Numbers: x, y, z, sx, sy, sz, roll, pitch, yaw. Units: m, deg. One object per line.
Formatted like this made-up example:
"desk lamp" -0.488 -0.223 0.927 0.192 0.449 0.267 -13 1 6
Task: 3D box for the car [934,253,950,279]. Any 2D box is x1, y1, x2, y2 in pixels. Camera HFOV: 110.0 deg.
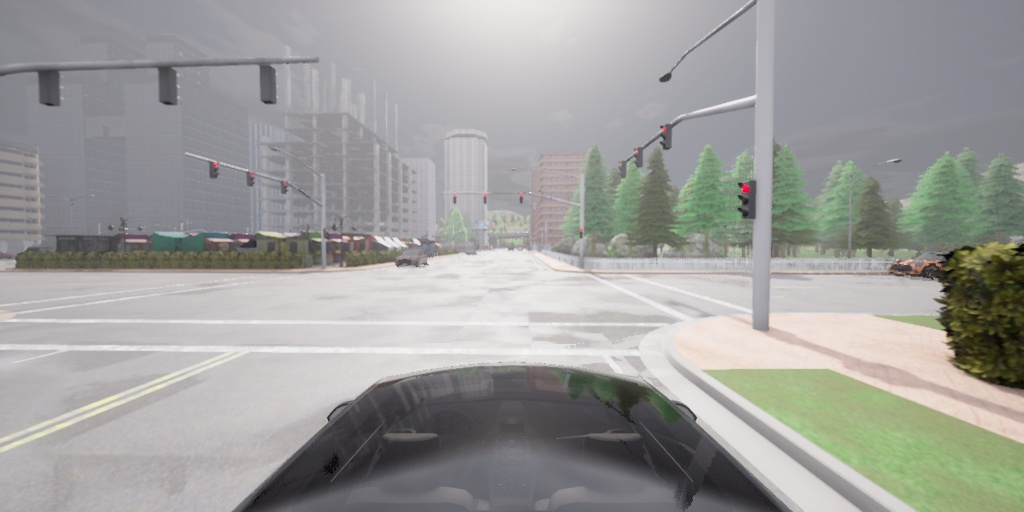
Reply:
"car" 26.084 0.748 18.947 4.892 1.490 1.837 0 2 3

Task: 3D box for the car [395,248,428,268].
"car" -9.642 0.143 34.671 2.097 1.767 4.553 0 1 1

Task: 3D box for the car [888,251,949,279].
"car" 26.621 0.499 22.417 4.553 1.767 2.097 0 2 3
